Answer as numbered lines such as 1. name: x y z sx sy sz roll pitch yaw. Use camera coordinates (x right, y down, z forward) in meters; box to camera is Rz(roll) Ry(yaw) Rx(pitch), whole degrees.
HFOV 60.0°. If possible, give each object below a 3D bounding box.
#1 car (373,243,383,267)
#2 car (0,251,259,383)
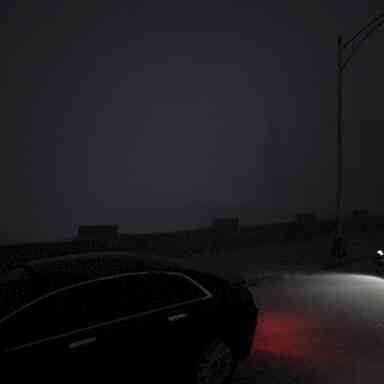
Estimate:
1. car: 7.649 1.570 10.027 5.357 1.411 2.033 0 0 -35
2. car: -1.400 1.508 3.604 4.892 1.490 1.837 1 0 -35
